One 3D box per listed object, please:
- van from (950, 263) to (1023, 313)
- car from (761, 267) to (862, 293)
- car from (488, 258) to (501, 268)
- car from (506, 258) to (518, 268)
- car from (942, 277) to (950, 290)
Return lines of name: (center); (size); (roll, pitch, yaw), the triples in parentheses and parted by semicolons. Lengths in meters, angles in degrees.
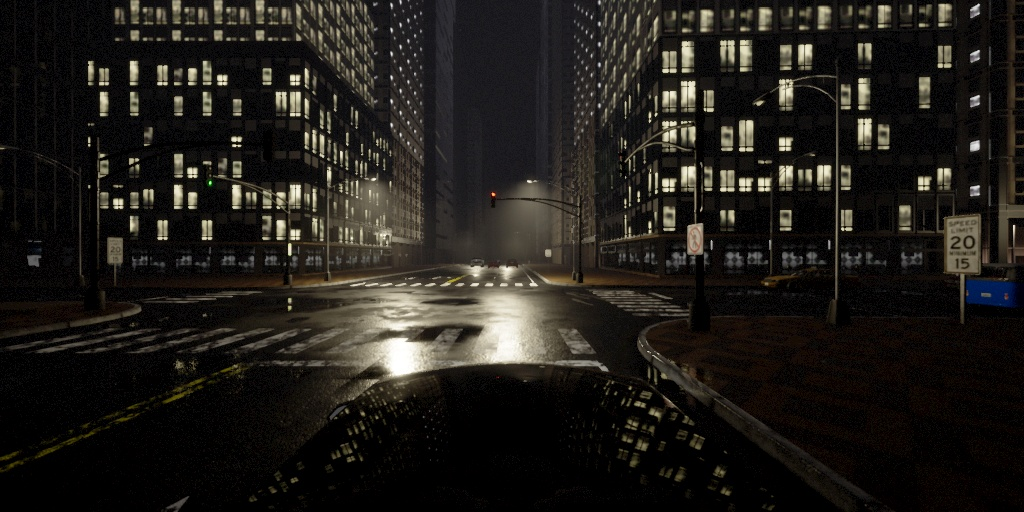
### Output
van: (18.363, 1.121, 12.421); (3.998, 1.789, 1.690); (0, 0, 2)
car: (17.097, 1.297, 20.594); (4.829, 1.417, 1.751); (0, 0, 2)
car: (-3.220, 1.474, 63.217); (1.895, 1.301, 4.718); (0, 0, 0)
car: (0.031, 1.227, 63.573); (2.097, 1.767, 4.553); (0, 0, 0)
car: (26.931, 1.360, 20.104); (4.207, 1.307, 1.802); (0, 0, 2)
